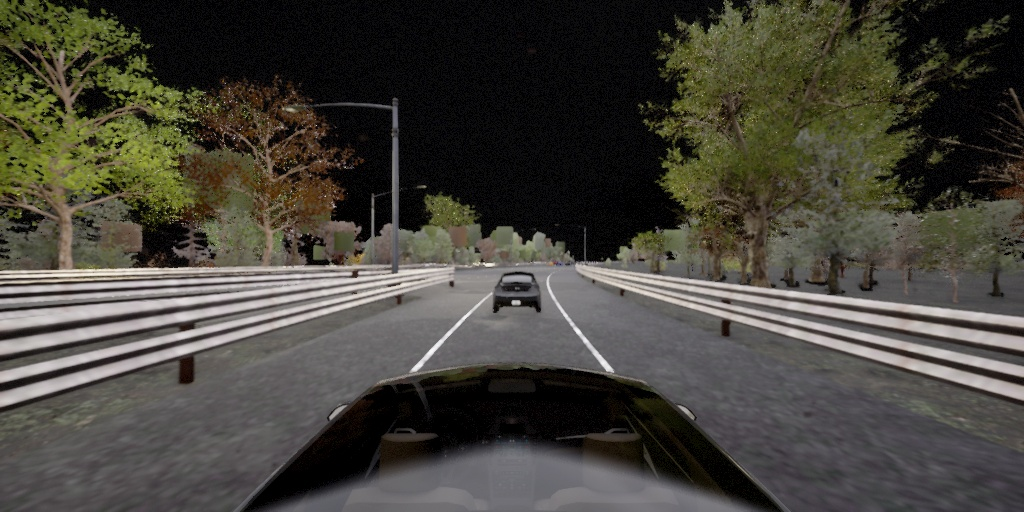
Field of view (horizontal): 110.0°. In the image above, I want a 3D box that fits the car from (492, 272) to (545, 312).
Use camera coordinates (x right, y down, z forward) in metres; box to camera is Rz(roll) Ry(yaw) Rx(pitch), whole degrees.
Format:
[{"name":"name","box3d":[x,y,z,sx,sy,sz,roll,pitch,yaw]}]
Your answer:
[{"name":"car","box3d":[0.273,1.396,15.004,1.837,1.490,4.892,0,0,3]}]
